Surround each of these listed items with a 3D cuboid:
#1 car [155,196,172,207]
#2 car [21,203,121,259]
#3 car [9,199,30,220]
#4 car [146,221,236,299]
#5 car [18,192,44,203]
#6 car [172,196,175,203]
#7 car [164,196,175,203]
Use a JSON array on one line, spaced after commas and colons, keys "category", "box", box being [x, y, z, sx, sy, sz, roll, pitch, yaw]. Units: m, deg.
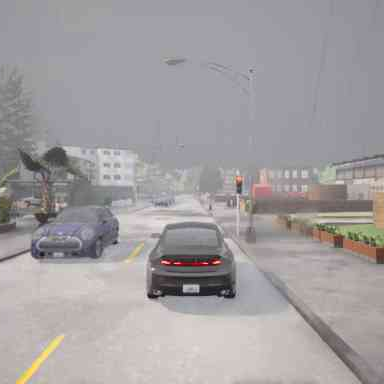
[{"category": "car", "box": [-4.571, 1.477, 50.620, 1.882, 1.535, 5.008, 0, 0, 0]}, {"category": "car", "box": [-4.129, 1.352, 12.520, 2.097, 1.767, 4.553, 0, 0, 0]}, {"category": "car", "box": [-15.789, 1.491, 25.937, 4.902, 1.511, 2.128, 0, 0, -1]}, {"category": "car", "box": [-0.016, 1.505, 8.456, 1.837, 1.490, 4.892, 0, 0, 0]}, {"category": "car", "box": [-20.154, 0.985, 42.119, 1.905, 1.878, 3.866, 0, 0, 34]}, {"category": "car", "box": [-4.636, 1.477, 60.033, 1.882, 1.535, 5.008, 0, 0, 0]}, {"category": "car", "box": [-4.664, 1.525, 70.463, 2.128, 1.511, 4.902, 0, 0, -1]}]
